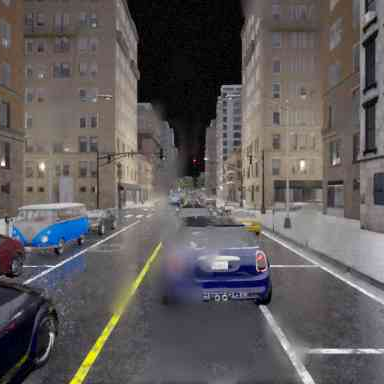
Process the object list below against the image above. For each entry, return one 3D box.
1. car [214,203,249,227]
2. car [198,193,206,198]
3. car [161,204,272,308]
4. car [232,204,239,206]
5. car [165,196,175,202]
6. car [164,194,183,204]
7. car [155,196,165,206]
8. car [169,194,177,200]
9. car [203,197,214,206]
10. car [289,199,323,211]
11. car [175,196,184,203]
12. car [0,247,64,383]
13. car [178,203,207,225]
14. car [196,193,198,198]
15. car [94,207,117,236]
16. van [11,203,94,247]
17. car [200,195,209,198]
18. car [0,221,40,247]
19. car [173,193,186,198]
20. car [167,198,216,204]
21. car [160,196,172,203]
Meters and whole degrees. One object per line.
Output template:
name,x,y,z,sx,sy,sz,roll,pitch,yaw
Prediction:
car,2.689,1.550,23.744,2.008,1.369,4.403,0,0,0
car,2.794,1.434,73.346,1.967,1.590,4.097,0,0,0
car,0.321,1.352,8.158,2.097,1.767,4.553,0,0,-5
car,2.683,1.525,18.507,1.752,1.417,4.829,0,0,0
car,-5.218,1.543,79.042,2.008,1.369,4.403,0,0,0
car,-2.734,1.476,50.495,1.882,1.535,5.008,0,0,0
car,-5.268,1.523,56.147,1.752,1.417,4.829,0,0,0
car,-5.194,1.429,90.404,1.967,1.590,4.097,0,0,0
car,2.758,1.580,56.301,1.802,1.307,4.206,0,0,0
car,13.673,1.515,38.359,4.718,1.301,1.895,0,0,0
car,-2.599,1.519,70.589,1.812,1.442,4.674,0,0,0
car,-2.834,1.564,2.906,1.994,1.385,4.181,0,0,0
car,0.071,1.563,25.086,1.994,1.385,4.181,0,0,0
car,2.819,1.306,84.710,2.192,1.841,5.009,0,0,0
car,-5.352,1.550,18.354,2.008,1.369,4.403,0,0,0
van,-5.365,1.340,12.948,1.690,1.788,3.998,0,0,0
car,2.745,1.549,50.620,2.008,1.369,4.403,0,0,0
car,-5.378,1.581,7.541,1.802,1.307,4.206,0,0,0
car,-2.692,1.218,60.483,2.150,2.045,5.566,0,0,1
car,0.110,1.351,15.425,2.097,1.767,4.553,0,0,0
car,-5.243,1.561,67.679,1.947,1.339,4.313,0,0,0
